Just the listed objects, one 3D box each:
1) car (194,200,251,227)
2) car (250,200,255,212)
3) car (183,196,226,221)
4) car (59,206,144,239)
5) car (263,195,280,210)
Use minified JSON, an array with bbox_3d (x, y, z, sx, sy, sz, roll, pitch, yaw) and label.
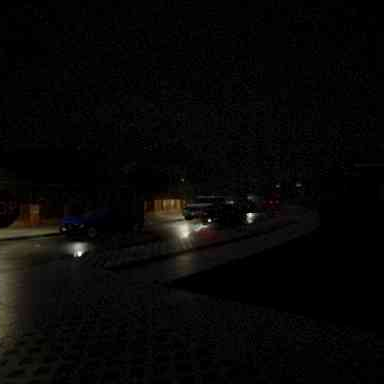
[{"bbox_3d":[2.336,1.607,23.722,1.837,1.490,4.892,0,0,30],"label":"car"},{"bbox_3d":[6.583,1.655,40.793,1.882,1.535,5.008,0,0,17],"label":"car"},{"bbox_3d":[1.320,1.343,27.990,2.150,2.045,5.566,0,0,27],"label":"car"},{"bbox_3d":[-4.741,1.547,18.058,1.882,1.535,5.008,0,0,34],"label":"car"},{"bbox_3d":[10.899,1.419,45.684,2.150,2.045,5.566,0,0,14],"label":"car"}]
